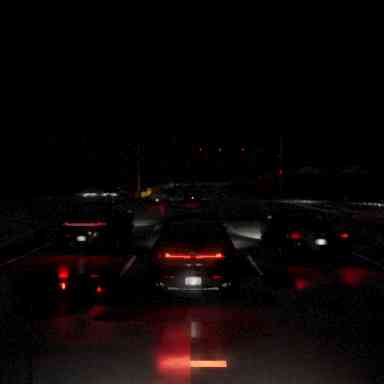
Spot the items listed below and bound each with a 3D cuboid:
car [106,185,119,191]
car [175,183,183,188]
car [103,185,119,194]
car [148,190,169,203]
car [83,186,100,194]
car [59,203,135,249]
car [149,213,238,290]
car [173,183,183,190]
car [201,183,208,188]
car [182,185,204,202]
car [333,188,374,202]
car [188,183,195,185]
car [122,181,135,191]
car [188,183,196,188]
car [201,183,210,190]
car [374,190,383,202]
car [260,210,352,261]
[{"bbox_3d":[-17.556,-0.977,73.721,1.895,1.301,4.718,0,2,0],"label":"car"},{"bbox_3d":[-3.570,-1.808,91.496,2.128,1.511,4.902,0,2,0],"label":"car"},{"bbox_3d":[-14.103,-0.499,58.199,1.837,1.490,4.892,0,2,0],"label":"car"},{"bbox_3d":[-3.429,0.437,35.215,1.895,1.301,4.718,0,2,0],"label":"car"},{"bbox_3d":[-17.600,-0.441,58.204,1.994,1.385,4.181,0,2,0],"label":"car"},{"bbox_3d":[-3.427,1.144,12.742,2.128,1.511,4.902,0,2,0],"label":"car"},{"bbox_3d":[0.051,1.307,8.543,1.837,1.490,4.892,0,2,1],"label":"car"},{"bbox_3d":[-3.562,-1.314,81.087,2.033,1.411,5.357,0,2,0],"label":"car"},{"bbox_3d":[3.430,-1.740,91.534,1.895,1.301,4.718,0,2,0],"label":"car"},{"bbox_3d":[0.070,0.280,36.881,1.837,1.490,4.892,0,2,0],"label":"car"},{"bbox_3d":[17.944,0.290,36.235,4.902,1.511,2.128,0,2,2],"label":"car"},{"bbox_3d":[-0.062,-1.314,81.090,2.033,1.411,5.357,0,2,0],"label":"car"},{"bbox_3d":[-14.056,-1.353,73.866,2.150,2.045,5.566,0,2,0],"label":"car"},{"bbox_3d":[-0.070,-1.794,91.500,2.033,1.411,5.357,0,2,0],"label":"car"},{"bbox_3d":[3.438,-1.379,81.091,1.882,1.535,5.008,0,2,0],"label":"car"},{"bbox_3d":[21.348,0.479,32.605,5.357,1.411,2.033,0,2,2],"label":"car"},{"bbox_3d":[3.564,1.277,11.142,1.994,1.385,4.181,0,2,0],"label":"car"}]
